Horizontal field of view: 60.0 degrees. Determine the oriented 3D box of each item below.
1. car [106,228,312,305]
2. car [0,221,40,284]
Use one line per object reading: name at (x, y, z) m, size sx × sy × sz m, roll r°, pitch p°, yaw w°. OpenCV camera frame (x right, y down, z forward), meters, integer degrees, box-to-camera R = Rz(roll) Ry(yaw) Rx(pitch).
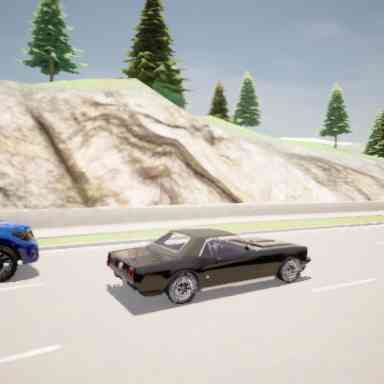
car at (0.562, 1.523, 7.827) m, size 4.718 × 1.301 × 1.895 m, roll 0°, pitch 1°, yaw -30°
car at (-6.571, 1.130, 7.598) m, size 5.566 × 2.045 × 2.150 m, roll 0°, pitch 0°, yaw -34°
